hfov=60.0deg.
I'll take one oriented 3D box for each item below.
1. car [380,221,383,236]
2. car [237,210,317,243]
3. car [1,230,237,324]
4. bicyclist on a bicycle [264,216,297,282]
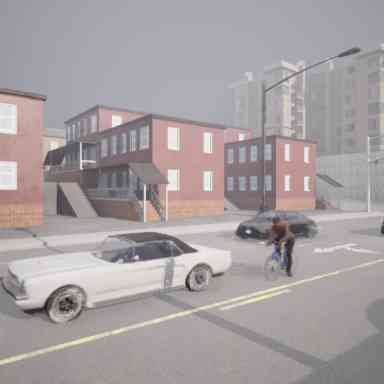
[{"bbox_3d":[11.363,1.564,16.860,4.181,1.385,1.994,0,0,-36],"label":"car"},{"bbox_3d":[4.079,1.564,15.808,4.181,1.385,1.994,0,0,-37],"label":"car"},{"bbox_3d":[-1.444,1.601,7.293,4.718,1.301,1.895,0,0,-37],"label":"car"},{"bbox_3d":[2.326,1.450,8.685,0.582,1.620,1.656,-3,0,44],"label":"bicyclist on a bicycle"}]
